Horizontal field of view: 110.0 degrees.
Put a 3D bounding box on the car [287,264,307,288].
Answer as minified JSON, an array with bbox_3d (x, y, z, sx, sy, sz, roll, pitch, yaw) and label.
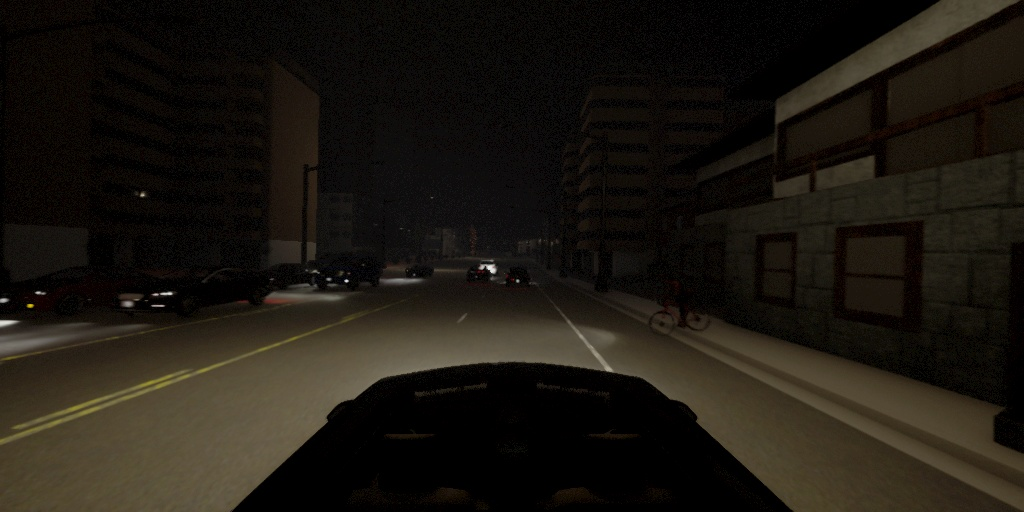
[{"bbox_3d":[-13.828,1.223,22.217,2.033,1.411,5.357,1,-1,1],"label":"car"}]

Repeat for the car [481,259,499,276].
[{"bbox_3d":[-2.893,1.427,44.813,2.150,2.045,5.566,1,0,1],"label":"car"}]

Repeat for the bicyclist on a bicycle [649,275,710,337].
[{"bbox_3d":[4.444,1.304,9.647,1.656,1.620,0.582,-8,-1,1],"label":"bicyclist on a bicycle"}]

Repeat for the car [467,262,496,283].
[{"bbox_3d":[-3.023,1.631,33.695,2.128,1.511,4.902,1,-1,1],"label":"car"}]

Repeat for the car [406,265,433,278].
[{"bbox_3d":[-9.992,1.633,39.025,1.895,1.301,4.718,1,0,1],"label":"car"}]

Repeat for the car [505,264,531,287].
[{"bbox_3d":[0.472,1.670,29.396,1.837,1.490,4.892,1,-1,1],"label":"car"}]

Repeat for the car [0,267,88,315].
[{"bbox_3d":[-13.987,1.064,11.864,1.994,1.385,4.181,1,-1,0],"label":"car"}]

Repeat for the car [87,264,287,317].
[{"bbox_3d":[-10.470,1.088,12.266,2.128,1.511,4.902,1,-1,1],"label":"car"}]

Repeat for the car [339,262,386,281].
[{"bbox_3d":[-13.629,1.351,32.986,2.128,1.511,4.902,1,-1,1],"label":"car"}]

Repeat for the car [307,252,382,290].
[{"bbox_3d":[-10.303,1.001,23.044,2.150,2.045,5.566,1,-1,1],"label":"car"}]
